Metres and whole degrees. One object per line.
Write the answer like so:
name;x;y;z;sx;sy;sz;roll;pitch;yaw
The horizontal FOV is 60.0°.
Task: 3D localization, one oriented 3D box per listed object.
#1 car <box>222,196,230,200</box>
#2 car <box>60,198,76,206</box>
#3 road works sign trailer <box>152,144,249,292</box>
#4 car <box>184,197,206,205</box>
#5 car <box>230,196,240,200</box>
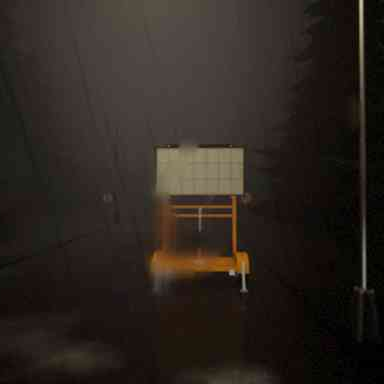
car;10.214;1.886;93.020;3.633;1.501;1.845;0;0;12
car;-22.684;1.784;60.713;1.845;1.501;3.633;0;0;1
road works sign trailer;0.223;0.511;9.061;2.380;3.560;2.880;0;0;1
car;0.592;1.830;65.221;4.902;1.511;2.128;0;-1;-44
car;12.978;1.962;92.576;1.853;1.218;4.536;0;0;31
